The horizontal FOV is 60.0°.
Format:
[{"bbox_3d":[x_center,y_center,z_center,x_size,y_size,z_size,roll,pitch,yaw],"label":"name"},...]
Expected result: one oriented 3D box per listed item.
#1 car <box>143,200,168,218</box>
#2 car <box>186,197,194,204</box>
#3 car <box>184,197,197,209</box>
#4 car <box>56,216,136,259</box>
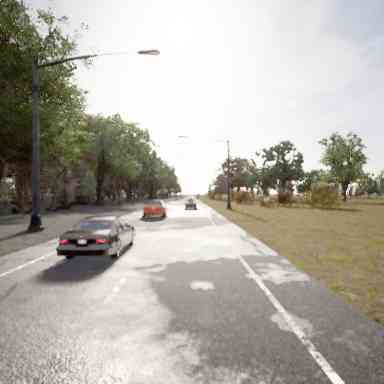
[{"bbox_3d":[-3.579,1.546,32.966,2.097,1.767,4.553,0,0,0],"label":"car"},{"bbox_3d":[-0.403,1.913,73.156,1.837,1.490,4.892,0,0,0],"label":"car"},{"bbox_3d":[-0.181,1.832,50.716,2.033,1.411,5.357,0,0,0],"label":"car"},{"bbox_3d":[-3.466,1.630,12.969,2.033,1.411,5.357,0,0,0],"label":"car"}]
